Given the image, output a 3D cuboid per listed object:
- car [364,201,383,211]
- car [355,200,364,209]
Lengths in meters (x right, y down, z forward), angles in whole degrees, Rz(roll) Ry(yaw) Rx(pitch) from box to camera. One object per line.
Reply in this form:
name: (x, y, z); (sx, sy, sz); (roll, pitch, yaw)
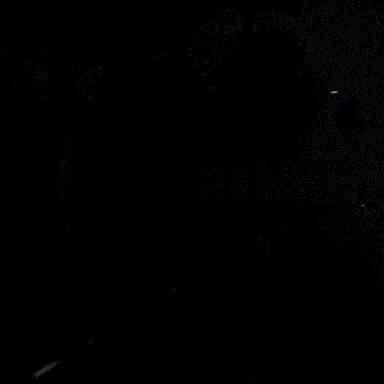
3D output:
car: (29.065, 2.193, 52.943); (1.837, 1.490, 4.892); (-1, -2, 34)
car: (32.146, 2.370, 62.735); (1.837, 1.490, 4.892); (-1, -1, 36)
